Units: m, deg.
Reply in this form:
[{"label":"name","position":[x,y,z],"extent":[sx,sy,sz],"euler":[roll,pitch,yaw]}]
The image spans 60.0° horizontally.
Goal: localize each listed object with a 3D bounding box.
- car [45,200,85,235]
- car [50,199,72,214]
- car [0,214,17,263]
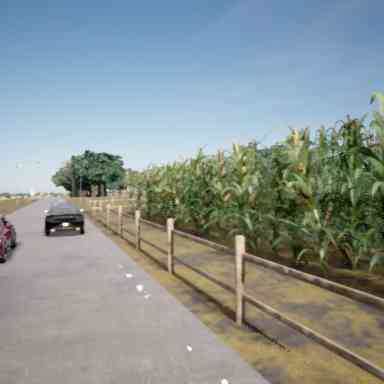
[{"label":"car","position":[-7.079,1.403,18.517],"extent":[1.882,1.535,5.008],"euler":[-1,1,-22]},{"label":"car","position":[-13.556,1.487,34.414],"extent":[1.895,1.301,4.718],"euler":[-1,0,-22]},{"label":"car","position":[-7.251,1.502,11.529],"extent":[1.812,1.442,4.674],"euler":[-1,0,-22]}]
